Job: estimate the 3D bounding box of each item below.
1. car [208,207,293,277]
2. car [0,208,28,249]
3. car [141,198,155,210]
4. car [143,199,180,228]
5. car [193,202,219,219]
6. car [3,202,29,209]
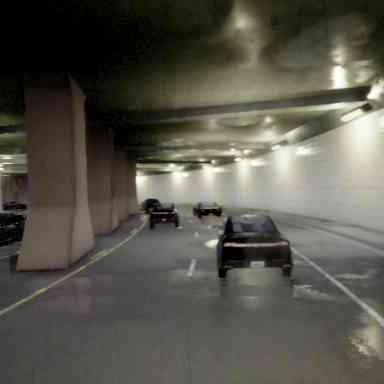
[{"bbox_3d":[1.649,1.406,9.930,2.128,1.511,4.902,-2,0,4],"label":"car"},{"bbox_3d":[-8.801,1.754,14.955,1.837,1.490,4.892,-2,0,1],"label":"car"},{"bbox_3d":[-4.999,1.549,40.711,1.837,1.490,4.892,-2,0,-16],"label":"car"},{"bbox_3d":[-1.847,1.485,22.644,2.128,1.511,4.902,-2,0,-3],"label":"car"},{"bbox_3d":[1.191,1.475,28.318,1.895,1.301,4.718,-2,0,-7],"label":"car"},{"bbox_3d":[-29.775,2.377,55.592,5.357,1.411,2.033,-2,0,29],"label":"car"}]
